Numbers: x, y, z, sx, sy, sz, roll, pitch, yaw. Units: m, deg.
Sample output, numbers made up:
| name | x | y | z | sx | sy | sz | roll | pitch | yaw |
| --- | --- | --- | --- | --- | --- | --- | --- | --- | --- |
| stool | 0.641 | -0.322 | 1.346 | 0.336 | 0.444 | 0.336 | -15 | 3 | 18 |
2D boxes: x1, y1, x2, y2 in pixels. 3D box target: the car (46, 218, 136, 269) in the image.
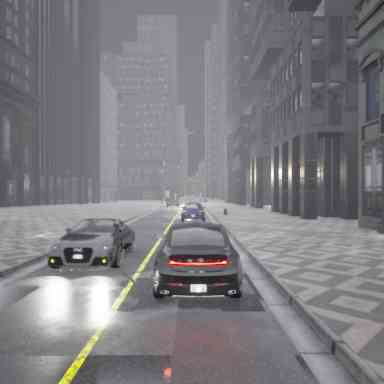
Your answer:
| name | x | y | z | sx | sy | sz | roll | pitch | yaw |
| --- | --- | --- | --- | --- | --- | --- | --- | --- | --- |
| car | -3.100 | 1.570 | 11.042 | 1.994 | 1.385 | 4.181 | 0 | 0 | 0 |

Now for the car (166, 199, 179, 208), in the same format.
| name | x | y | z | sx | sy | sz | roll | pitch | yaw |
| --- | --- | --- | --- | --- | --- | --- | --- | --- | --- |
| car | -3.001 | 1.793 | 53.576 | 1.994 | 1.385 | 4.181 | 0 | -1 | 0 |

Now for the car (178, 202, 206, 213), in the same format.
| name | x | y | z | sx | sy | sz | roll | pitch | yaw |
| --- | --- | --- | --- | --- | --- | --- | --- | --- | --- |
| car | 0.100 | 1.556 | 26.329 | 1.812 | 1.442 | 4.674 | 0 | 0 | 0 |

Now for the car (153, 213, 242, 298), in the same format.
| name | x | y | z | sx | sy | sz | roll | pitch | yaw |
| --- | --- | --- | --- | --- | --- | --- | --- | --- | --- |
| car | 0.105 | 1.508 | 8.483 | 1.837 | 1.490 | 4.892 | 0 | 0 | 0 |
